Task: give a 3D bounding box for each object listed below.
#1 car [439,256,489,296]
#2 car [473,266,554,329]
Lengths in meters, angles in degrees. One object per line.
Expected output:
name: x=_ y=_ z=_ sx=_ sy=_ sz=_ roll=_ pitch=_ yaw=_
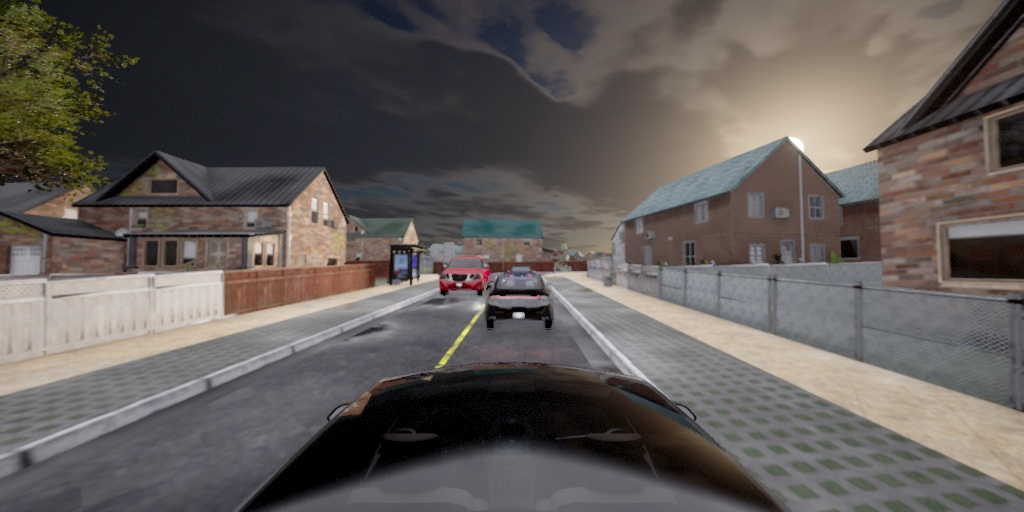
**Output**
car: x=-2.423 y=0.996 z=19.716 sx=2.150 sy=2.045 sz=5.566 roll=0 pitch=0 yaw=2
car: x=0.249 y=1.252 z=11.274 sx=2.128 sy=1.511 sz=4.902 roll=0 pitch=0 yaw=2
